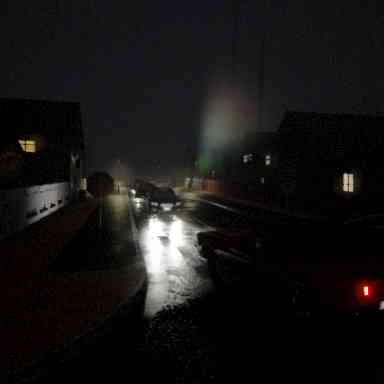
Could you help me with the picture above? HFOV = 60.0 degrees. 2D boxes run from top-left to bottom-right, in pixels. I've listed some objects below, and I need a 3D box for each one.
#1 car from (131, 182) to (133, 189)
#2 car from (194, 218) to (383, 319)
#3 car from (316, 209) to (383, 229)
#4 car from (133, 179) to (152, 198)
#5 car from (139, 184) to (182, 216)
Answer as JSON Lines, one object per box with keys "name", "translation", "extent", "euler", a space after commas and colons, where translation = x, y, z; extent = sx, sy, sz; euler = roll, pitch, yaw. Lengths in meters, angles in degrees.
{"name": "car", "translation": [-7.748, -1.076, 48.528], "extent": [1.837, 1.490, 4.892], "euler": [1, 2, -11]}
{"name": "car", "translation": [1.903, 1.320, 7.023], "extent": [1.895, 1.301, 4.718], "euler": [-1, 3, -29]}
{"name": "car", "translation": [5.446, 1.232, 9.320], "extent": [4.902, 1.511, 2.128], "euler": [6, 5, 36]}
{"name": "car", "translation": [-4.808, -0.307, 34.161], "extent": [1.882, 1.535, 5.008], "euler": [1, 3, -12]}
{"name": "car", "translation": [-1.796, 0.500, 19.770], "extent": [2.128, 1.511, 4.902], "euler": [0, 3, -12]}
